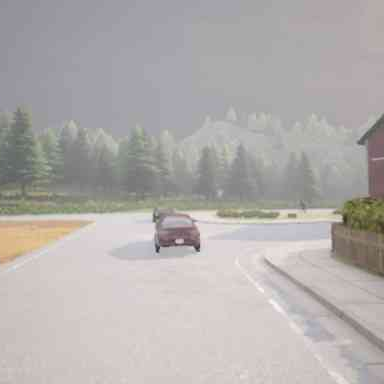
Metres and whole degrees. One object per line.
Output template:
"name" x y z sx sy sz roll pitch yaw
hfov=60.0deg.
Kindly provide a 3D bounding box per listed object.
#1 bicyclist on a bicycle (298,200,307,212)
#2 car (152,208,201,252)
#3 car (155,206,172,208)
"bicyclist on a bicycle" 14.179 1.825 42.861 0.582 1.620 1.656 0 -1 -23
"car" -0.733 1.657 14.620 1.812 1.442 4.674 0 0 -7
"car" -2.561 1.888 29.437 1.895 1.301 4.718 0 -1 -8
